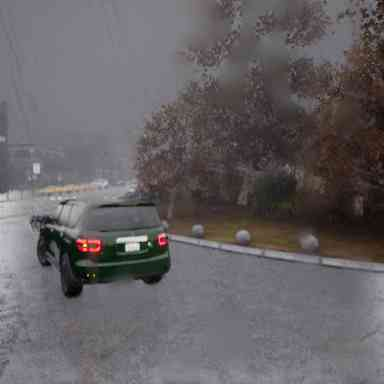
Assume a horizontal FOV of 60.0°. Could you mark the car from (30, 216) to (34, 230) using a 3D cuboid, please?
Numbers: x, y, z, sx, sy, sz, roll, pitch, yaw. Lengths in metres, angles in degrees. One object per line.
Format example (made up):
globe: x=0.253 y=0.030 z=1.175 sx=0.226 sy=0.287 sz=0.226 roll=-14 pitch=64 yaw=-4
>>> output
car: x=-6.478 y=1.493 z=17.252 sx=4.718 sy=1.301 sz=1.895 roll=0 pitch=0 yaw=39

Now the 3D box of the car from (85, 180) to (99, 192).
car: x=-20.248 y=-0.956 z=63.042 sx=1.946 sy=1.575 sz=5.366 roll=0 pitch=4 yaw=10

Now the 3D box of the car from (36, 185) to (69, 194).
car: x=-22.154 y=-0.229 z=52.184 sx=1.946 sy=1.575 sz=5.366 roll=0 pitch=4 yaw=10

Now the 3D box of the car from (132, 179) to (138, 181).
car: x=-15.453 y=-2.783 z=90.510 sx=2.231 sy=1.521 sz=4.892 roll=0 pitch=4 yaw=10

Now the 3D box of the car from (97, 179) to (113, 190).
car: x=-19.251 y=-1.584 z=68.735 sx=2.435 sy=2.045 sz=5.566 roll=0 pitch=4 yaw=10

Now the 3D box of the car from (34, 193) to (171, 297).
car: x=-2.588 y=1.166 z=8.850 sx=2.150 sy=2.045 sz=5.566 roll=0 pitch=0 yaw=-32

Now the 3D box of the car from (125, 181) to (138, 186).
car: x=-9.255 y=-0.640 z=57.480 sx=1.882 sy=1.535 sz=5.008 roll=0 pitch=4 yaw=10

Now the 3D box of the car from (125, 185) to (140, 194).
car: x=-7.871 y=0.155 z=45.867 sx=1.812 sy=1.442 sz=4.674 roll=0 pitch=4 yaw=7

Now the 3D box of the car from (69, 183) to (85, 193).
car: x=-21.196 y=-0.593 z=57.611 sx=1.946 sy=1.575 sz=5.366 roll=0 pitch=4 yaw=10

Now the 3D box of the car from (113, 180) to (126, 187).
car: x=-17.359 y=-2.028 z=79.613 sx=2.163 sy=1.488 sz=4.792 roll=0 pitch=4 yaw=10
